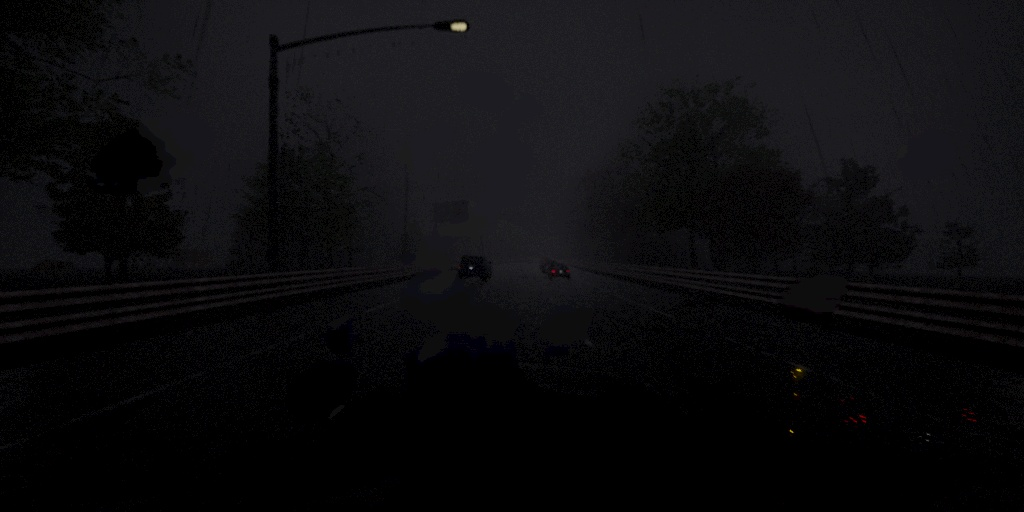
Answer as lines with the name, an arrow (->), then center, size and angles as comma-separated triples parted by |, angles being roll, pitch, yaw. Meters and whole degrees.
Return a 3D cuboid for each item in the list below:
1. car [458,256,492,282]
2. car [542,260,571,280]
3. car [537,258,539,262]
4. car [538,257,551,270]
car -> -2.972, 0.983, 29.582 | 2.150, 2.045, 5.566 | 0, 0, 2
car -> 4.038, 1.333, 31.596 | 2.033, 1.411, 5.357 | 0, 0, 2
car -> 5.160, 1.323, 53.351 | 2.163, 1.488, 4.792 | 0, 0, 4
car -> 4.523, 1.233, 42.462 | 2.033, 1.649, 4.856 | 0, 0, 3
